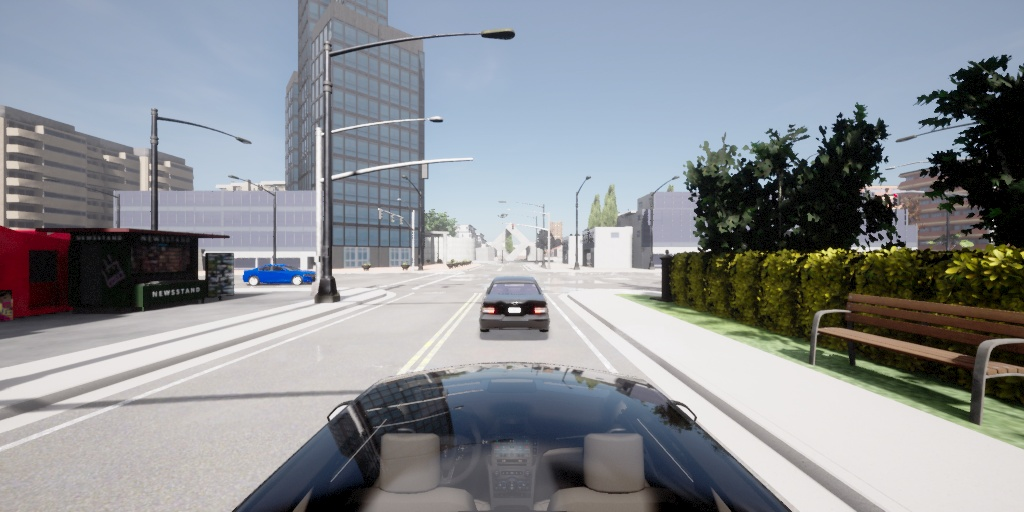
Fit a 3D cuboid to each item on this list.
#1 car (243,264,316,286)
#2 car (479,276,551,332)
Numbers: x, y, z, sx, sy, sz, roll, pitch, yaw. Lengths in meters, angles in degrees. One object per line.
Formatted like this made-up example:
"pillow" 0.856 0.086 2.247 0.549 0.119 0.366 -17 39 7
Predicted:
"car" -16.781 1.336 26.188 5.008 1.535 1.882 -1 0 0
"car" 0.068 1.297 10.781 2.033 1.411 5.357 0 0 0
